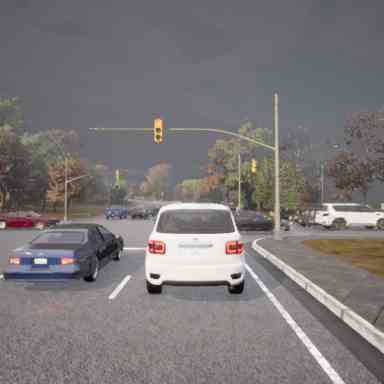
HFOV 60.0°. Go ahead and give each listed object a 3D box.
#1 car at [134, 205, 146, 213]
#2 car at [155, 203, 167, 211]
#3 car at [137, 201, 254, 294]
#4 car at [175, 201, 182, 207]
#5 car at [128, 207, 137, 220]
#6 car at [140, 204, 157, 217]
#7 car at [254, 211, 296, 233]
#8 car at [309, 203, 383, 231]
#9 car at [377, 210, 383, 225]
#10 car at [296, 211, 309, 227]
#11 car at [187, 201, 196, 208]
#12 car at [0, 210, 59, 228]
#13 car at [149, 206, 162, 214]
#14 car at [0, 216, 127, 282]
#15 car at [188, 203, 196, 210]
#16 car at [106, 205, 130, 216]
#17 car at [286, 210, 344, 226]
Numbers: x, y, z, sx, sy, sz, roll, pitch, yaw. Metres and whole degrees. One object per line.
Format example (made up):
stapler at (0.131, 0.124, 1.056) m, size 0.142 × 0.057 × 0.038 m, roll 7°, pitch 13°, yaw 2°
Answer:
car at (-10.541, 3.476, 67.711) m, size 1.895 × 1.301 × 4.718 m, roll 0°, pitch 0°, yaw 0°
car at (-7.035, 3.375, 75.923) m, size 2.033 × 1.411 × 5.357 m, roll 0°, pitch 0°, yaw 0°
car at (0.079, 1.319, 9.162) m, size 2.150 × 2.045 × 5.566 m, roll 0°, pitch -1°, yaw 0°
car at (-3.634, 3.087, 87.425) m, size 1.882 × 1.535 × 5.008 m, roll 0°, pitch 0°, yaw -3°
car at (-7.108, 3.140, 45.777) m, size 1.895 × 1.301 × 4.718 m, roll 0°, pitch -2°, yaw -1°
car at (-7.115, 3.003, 55.305) m, size 2.150 × 2.045 × 5.566 m, roll 0°, pitch -1°, yaw 0°
car at (3.968, 2.019, 21.864) m, size 4.892 × 1.490 × 1.837 m, roll 0°, pitch -2°, yaw 0°
car at (12.315, 1.895, 25.462) m, size 5.566 × 2.045 × 2.150 m, roll 0°, pitch -2°, yaw -1°
car at (21.402, 2.503, 33.008) m, size 4.902 × 1.511 × 2.128 m, roll 0°, pitch -3°, yaw -3°
car at (11.703, 2.385, 29.125) m, size 5.357 × 1.411 × 2.033 m, roll 0°, pitch -3°, yaw -1°
car at (-0.158, 3.281, 87.780) m, size 1.837 × 1.490 × 4.892 m, roll 0°, pitch 0°, yaw -3°
car at (-13.005, 2.192, 26.351) m, size 5.008 × 1.535 × 1.882 m, roll 0°, pitch -3°, yaw 8°
car at (-7.070, 3.476, 65.226) m, size 1.895 × 1.301 × 4.718 m, roll 0°, pitch 0°, yaw 1°
car at (-3.422, 1.663, 10.015) m, size 2.033 × 1.411 × 5.357 m, roll 0°, pitch -1°, yaw 0°
car at (-0.036, 3.327, 77.628) m, size 1.837 × 1.490 × 4.892 m, roll 0°, pitch 0°, yaw 0°
car at (-10.630, 2.805, 47.135) m, size 2.150 × 2.045 × 5.566 m, roll 0°, pitch -2°, yaw -2°
car at (11.981, 2.486, 32.640) m, size 4.902 × 1.511 × 2.128 m, roll 0°, pitch -3°, yaw -1°
